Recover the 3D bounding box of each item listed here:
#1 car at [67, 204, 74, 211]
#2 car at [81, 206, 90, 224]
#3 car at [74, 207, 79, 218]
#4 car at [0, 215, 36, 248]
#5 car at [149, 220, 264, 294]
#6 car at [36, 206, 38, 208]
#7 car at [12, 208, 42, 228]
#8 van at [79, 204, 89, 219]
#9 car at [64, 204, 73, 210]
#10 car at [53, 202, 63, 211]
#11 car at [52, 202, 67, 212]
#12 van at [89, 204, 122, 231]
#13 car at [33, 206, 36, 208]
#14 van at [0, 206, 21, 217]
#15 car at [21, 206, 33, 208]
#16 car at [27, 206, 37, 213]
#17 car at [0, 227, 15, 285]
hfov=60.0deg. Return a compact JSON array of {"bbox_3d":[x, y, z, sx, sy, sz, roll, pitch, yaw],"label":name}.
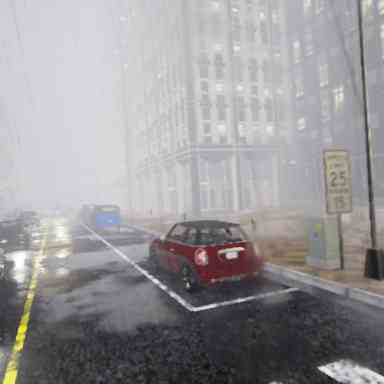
[{"bbox_3d":[-28.033,3.640,76.929,1.802,1.307,4.206,-3,0,-23],"label":"car"},{"bbox_3d":[-8.528,2.201,30.004,2.008,1.369,4.403,-3,0,-23],"label":"car"},{"bbox_3d":[-12.863,2.526,40.432,1.947,1.339,4.313,-3,0,-23],"label":"car"},{"bbox_3d":[-9.645,2.215,17.628,1.994,1.385,4.181,-3,0,-22],"label":"car"},{"bbox_3d":[0.136,1.476,9.149,1.967,1.590,4.097,-3,0,-23],"label":"car"},{"bbox_3d":[-33.590,3.885,68.492,2.008,1.369,4.403,-3,0,-23],"label":"car"},{"bbox_3d":[-15.218,2.552,31.089,1.837,1.490,4.892,-3,-1,-22],"label":"car"},{"bbox_3d":[-10.708,2.146,35.219,1.690,1.788,3.998,-3,0,-23],"label":"van"},{"bbox_3d":[-32.368,3.942,87.357,1.947,1.339,4.313,-3,0,-23],"label":"car"},{"bbox_3d":[-33.671,3.485,83.425,2.150,2.045,5.566,-3,0,-23],"label":"car"},{"bbox_3d":[-29.636,3.649,73.777,2.128,1.511,4.902,-3,0,-23],"label":"car"},{"bbox_3d":[-6.373,1.837,24.791,1.690,1.788,3.998,-3,0,-23],"label":"van"},{"bbox_3d":[-31.422,3.742,63.278,1.947,1.339,4.313,-3,0,-23],"label":"car"},{"bbox_3d":[-20.599,2.736,37.210,1.690,1.788,3.998,-3,0,-23],"label":"van"},{"bbox_3d":[-27.103,3.178,52.852,2.192,1.841,5.009,-3,0,-23],"label":"car"},{"bbox_3d":[-37.861,4.172,78.763,1.752,1.417,4.829,-3,0,-23],"label":"car"},{"bbox_3d":[-5.625,1.892,7.951,1.812,1.442,4.674,-3,0,-23],"label":"car"}]
